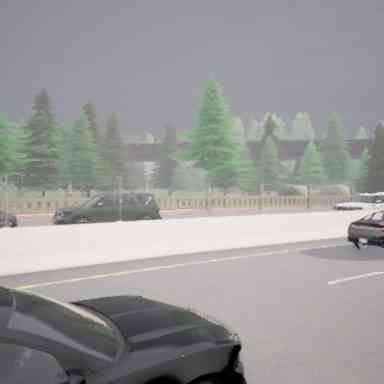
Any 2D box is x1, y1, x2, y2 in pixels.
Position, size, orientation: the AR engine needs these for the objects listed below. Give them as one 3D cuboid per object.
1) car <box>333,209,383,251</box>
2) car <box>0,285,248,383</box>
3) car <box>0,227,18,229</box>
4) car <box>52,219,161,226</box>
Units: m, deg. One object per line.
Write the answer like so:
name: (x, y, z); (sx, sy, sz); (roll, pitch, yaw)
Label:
car: (7.869, 1.407, 12.191); (4.902, 1.511, 2.128); (0, 0, -27)
car: (-1.781, 1.455, 2.359); (5.008, 1.535, 1.882); (0, 0, -36)
car: (-11.346, 1.417, 17.198); (4.181, 1.385, 1.994); (0, 1, -34)
car: (-4.373, 1.080, 17.635); (5.566, 2.045, 2.150); (0, 0, -31)
